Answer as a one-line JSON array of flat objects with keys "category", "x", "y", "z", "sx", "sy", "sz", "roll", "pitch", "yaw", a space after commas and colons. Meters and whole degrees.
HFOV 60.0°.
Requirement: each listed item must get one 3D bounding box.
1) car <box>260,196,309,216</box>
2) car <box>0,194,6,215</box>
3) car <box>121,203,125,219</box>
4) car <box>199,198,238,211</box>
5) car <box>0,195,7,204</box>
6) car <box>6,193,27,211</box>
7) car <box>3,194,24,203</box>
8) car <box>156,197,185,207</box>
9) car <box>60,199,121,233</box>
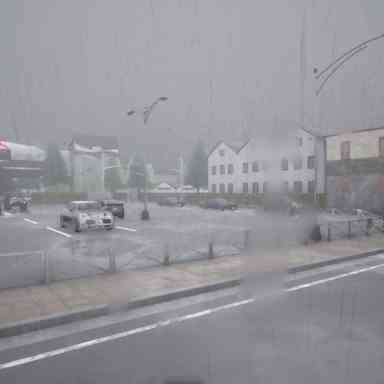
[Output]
[{"category": "car", "x": 8.460, "y": 1.176, "z": 30.600, "sx": 2.097, "sy": 1.767, "sz": 4.553, "roll": 0, "pitch": 0, "yaw": -35}, {"category": "car", "x": -18.223, "y": 1.113, "z": 29.628, "sx": 1.932, "sy": 1.855, "sz": 4.605, "roll": 0, "pitch": 0, "yaw": -36}, {"category": "car", "x": -6.749, "y": 1.313, "z": 25.535, "sx": 2.007, "sy": 1.523, "sz": 4.514, "roll": 0, "pitch": 0, "yaw": -36}, {"category": "car", "x": 2.925, "y": 1.371, "z": 38.366, "sx": 2.033, "sy": 1.411, "sz": 5.357, "roll": 0, "pitch": 0, "yaw": -36}, {"category": "car", "x": -39.497, "y": 1.495, "z": 65.893, "sx": 4.611, "sy": 1.667, "sz": 2.242, "roll": 0, "pitch": 0, "yaw": -36}, {"category": "car", "x": -20.135, "y": 1.092, "z": 37.938, "sx": 1.905, "sy": 1.878, "sz": 3.866, "roll": 0, "pitch": 0, "yaw": -36}, {"category": "car", "x": -39.270, "y": 1.328, "z": 73.021, "sx": 3.866, "sy": 1.878, "sz": 1.905, "roll": 0, "pitch": 0, "yaw": -36}, {"category": "car", "x": -3.078, "y": 1.371, "z": 46.860, "sx": 2.033, "sy": 1.411, "sz": 5.357, "roll": 0, "pitch": 0, "yaw": -35}, {"category": "car", "x": -5.620, "y": 1.248, "z": 17.672, "sx": 1.970, "sy": 1.475, "sz": 3.806, "roll": 0, "pitch": 0, "yaw": -36}]
